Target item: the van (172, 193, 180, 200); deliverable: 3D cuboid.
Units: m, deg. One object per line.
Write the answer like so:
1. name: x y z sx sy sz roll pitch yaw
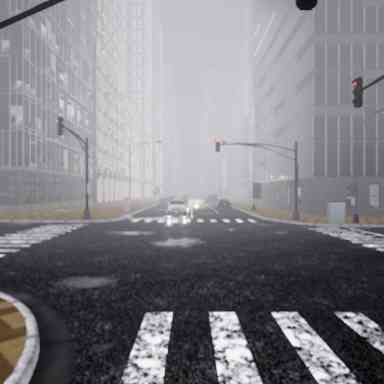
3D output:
1. van: -4.146 1.188 86.376 1.690 1.788 3.998 0 0 0

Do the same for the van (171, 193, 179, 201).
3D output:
1. van: -4.125 1.202 80.848 1.690 1.788 3.998 0 0 0

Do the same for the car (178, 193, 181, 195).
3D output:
1. car: -1.512 1.435 67.953 1.837 1.490 4.892 0 0 0

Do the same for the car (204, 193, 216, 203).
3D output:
1. car: 3.816 1.219 64.294 2.192 1.841 5.009 0 0 0

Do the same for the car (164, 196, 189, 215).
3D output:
1. car: -1.480 1.494 33.434 1.812 1.442 4.674 0 1 0

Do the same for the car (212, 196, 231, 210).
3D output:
1. car: 3.947 1.517 42.186 1.947 1.339 4.313 0 0 0

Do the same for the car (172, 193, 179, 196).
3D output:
1. car: -4.064 1.469 64.266 1.947 1.339 4.313 0 0 0

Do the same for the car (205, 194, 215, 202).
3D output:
1. car: 3.796 1.330 69.823 1.967 1.590 4.097 0 0 0

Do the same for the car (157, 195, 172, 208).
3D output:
1. car: -4.003 1.523 47.683 1.802 1.307 4.206 0 0 0

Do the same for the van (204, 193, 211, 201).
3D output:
1. van: 3.755 1.202 80.877 1.690 1.788 3.998 0 0 0

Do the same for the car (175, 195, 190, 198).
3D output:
1. car: -1.527 1.537 49.946 1.895 1.301 4.718 0 0 0
